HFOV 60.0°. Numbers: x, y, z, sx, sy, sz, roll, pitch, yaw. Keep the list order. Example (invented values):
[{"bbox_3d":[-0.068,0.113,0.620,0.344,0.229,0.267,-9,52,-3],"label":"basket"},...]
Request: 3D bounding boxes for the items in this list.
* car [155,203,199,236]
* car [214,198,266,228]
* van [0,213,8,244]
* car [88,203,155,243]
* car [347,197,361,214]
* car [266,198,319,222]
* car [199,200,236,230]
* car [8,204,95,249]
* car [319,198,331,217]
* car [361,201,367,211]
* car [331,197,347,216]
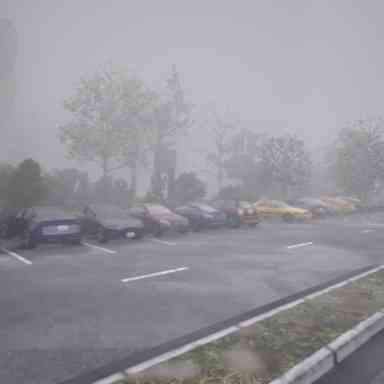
[{"bbox_3d":[-2.106,1.338,17.360,2.002,1.452,4.674,0,1,-42],"label":"car"},{"bbox_3d":[1.997,1.180,21.045,2.185,1.767,4.553,0,1,-42],"label":"car"},{"bbox_3d":[-8.290,1.038,11.879,1.878,1.987,4.442,1,1,-42],"label":"van"},{"bbox_3d":[-4.124,1.322,15.479,2.163,1.488,4.792,0,1,-42],"label":"car"},{"bbox_3d":[12.161,1.253,30.332,2.097,1.535,5.008,0,1,-42],"label":"car"},{"bbox_3d":[6.170,1.293,24.637,1.946,1.575,5.366,0,1,-42],"label":"car"},{"bbox_3d":[-0.066,1.342,19.209,2.002,1.452,4.674,0,1,-42],"label":"car"},{"bbox_3d":[-6.199,1.308,13.670,2.163,1.488,4.792,0,1,-42],"label":"car"},{"bbox_3d":[8.067,1.313,26.654,2.163,1.488,4.792,0,1,-42],"label":"car"},{"bbox_3d":[14.199,1.235,32.185,2.231,1.521,4.892,-1,1,-42],"label":"car"},{"bbox_3d":[10.117,1.269,28.487,2.231,1.521,4.892,0,1,-42],"label":"car"}]
